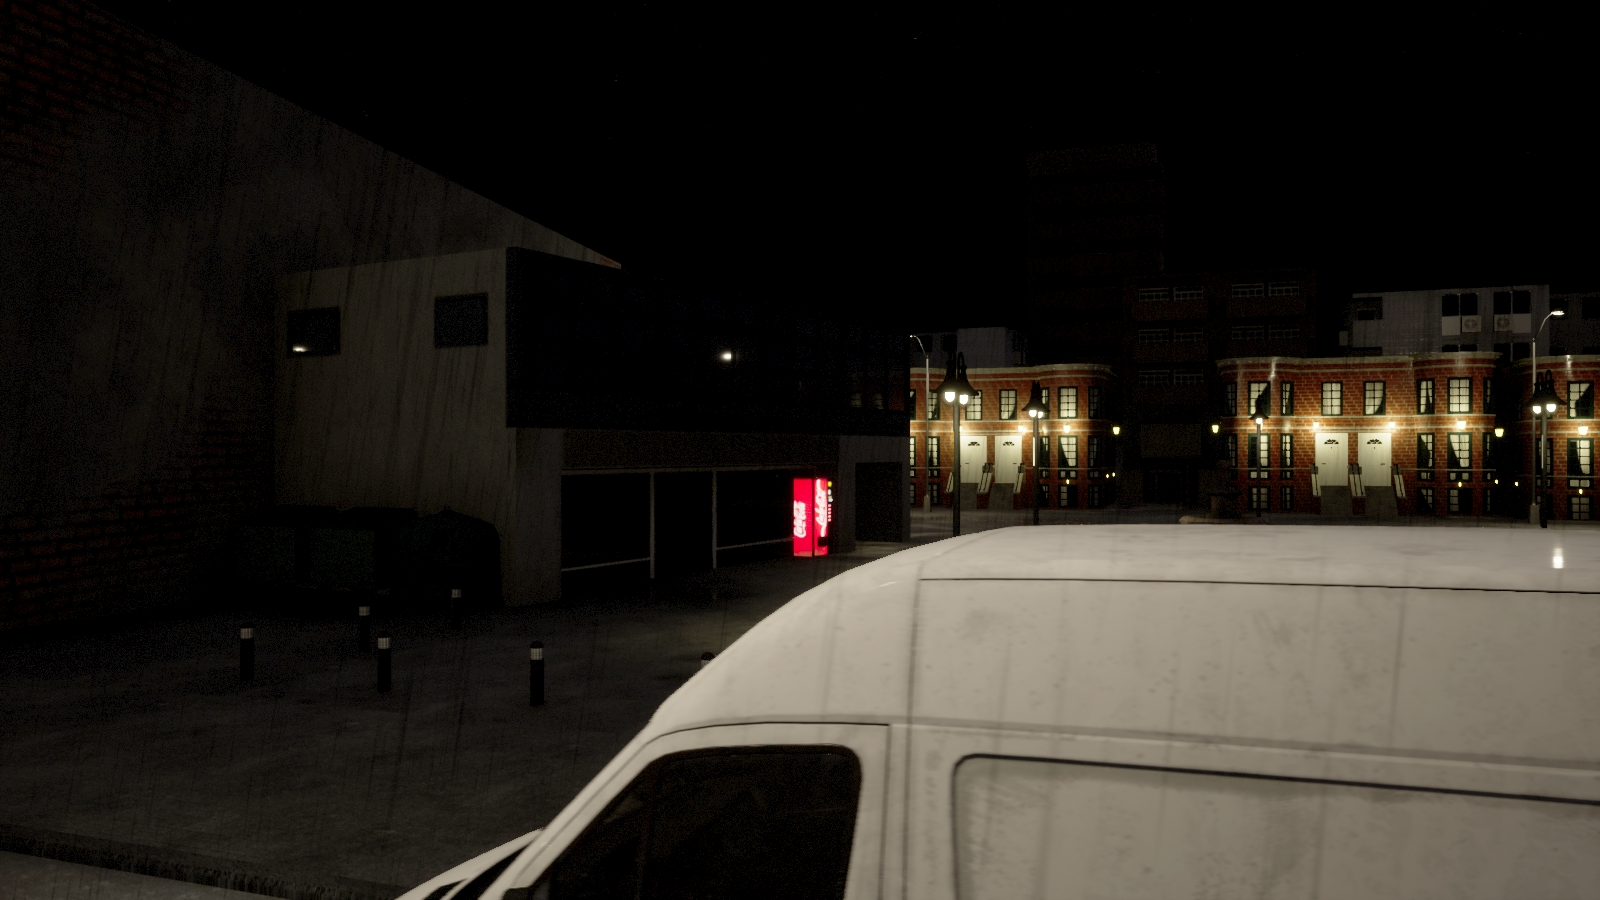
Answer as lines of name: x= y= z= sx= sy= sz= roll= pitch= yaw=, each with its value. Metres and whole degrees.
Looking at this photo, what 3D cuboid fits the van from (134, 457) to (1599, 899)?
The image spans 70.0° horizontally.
van: x=1.067 y=1.315 z=3.450 sx=5.915 sy=2.561 sz=1.988 roll=0 pitch=0 yaw=20
